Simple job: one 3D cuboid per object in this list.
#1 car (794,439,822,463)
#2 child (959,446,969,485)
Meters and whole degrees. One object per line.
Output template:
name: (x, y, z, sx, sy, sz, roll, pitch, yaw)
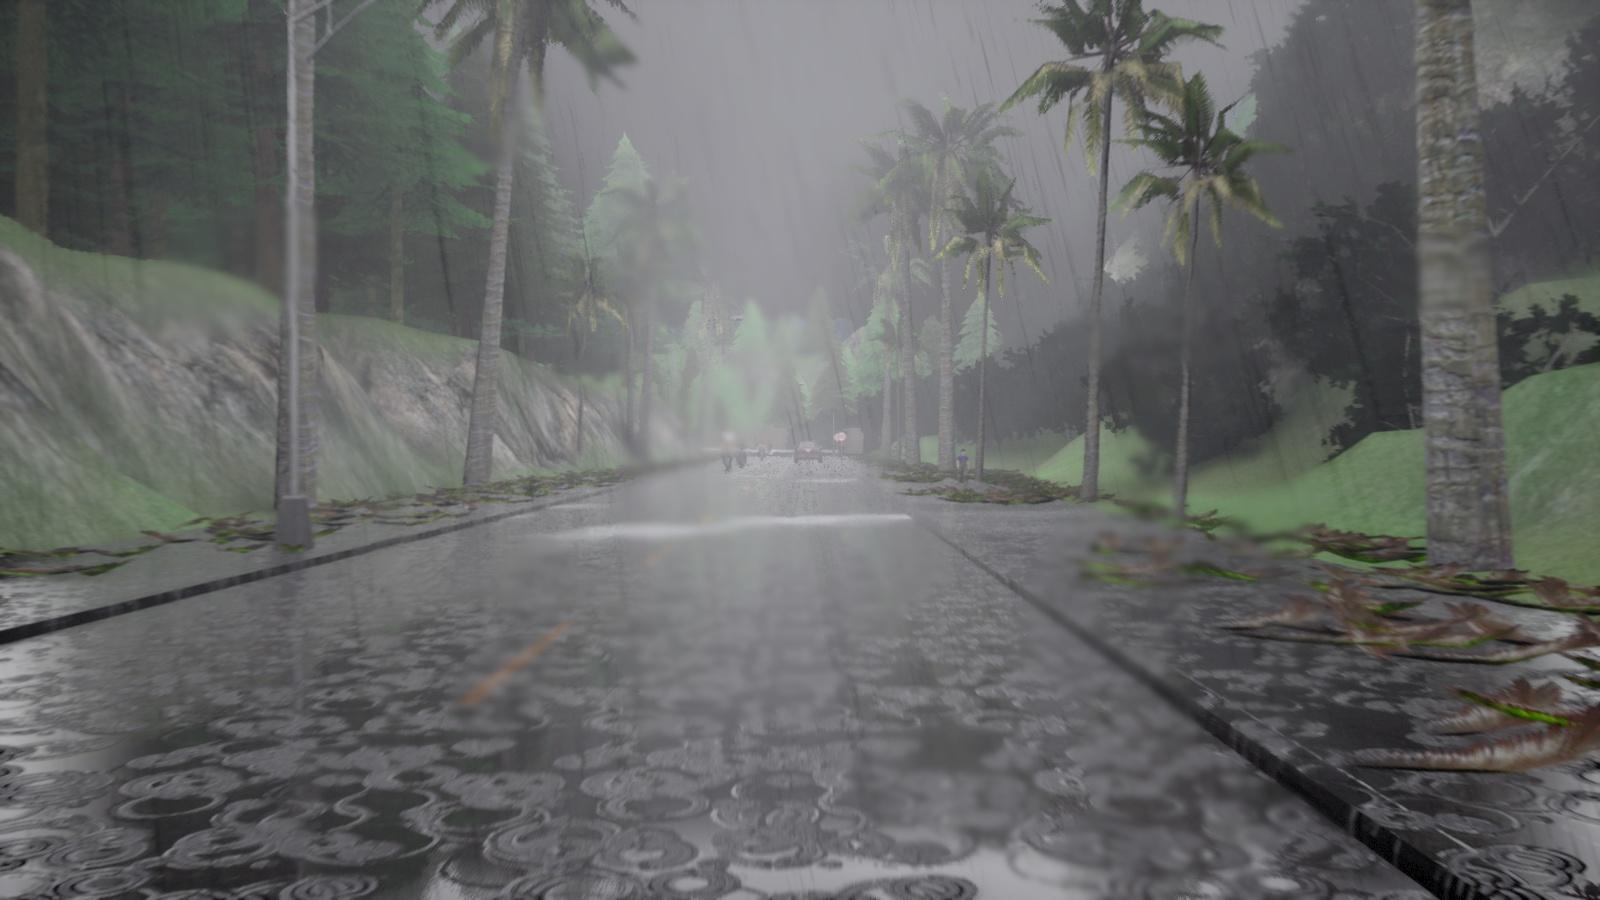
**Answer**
car: (0.609, 0.077, 94.754, 2.097, 1.767, 4.553, 0, 0, 0)
child: (5.348, 0.503, 40.889, 0.270, 1.263, 0.437, 0, 0, 1)
